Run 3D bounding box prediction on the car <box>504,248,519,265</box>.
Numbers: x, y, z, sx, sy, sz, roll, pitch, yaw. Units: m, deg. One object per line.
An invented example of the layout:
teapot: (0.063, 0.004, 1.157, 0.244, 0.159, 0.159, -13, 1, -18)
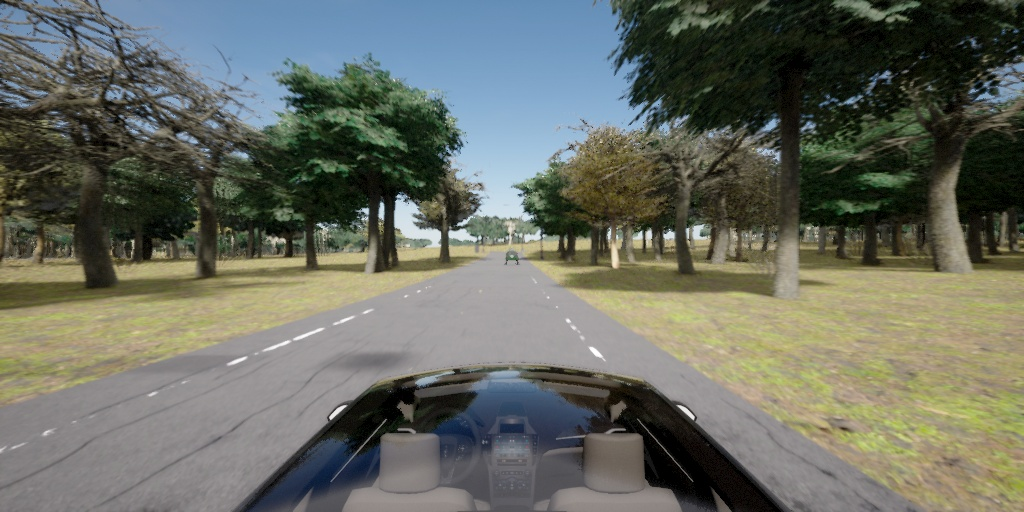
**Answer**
car: (-0.013, 0.122, 56.577, 2.150, 2.045, 5.566, 0, 1, 0)
